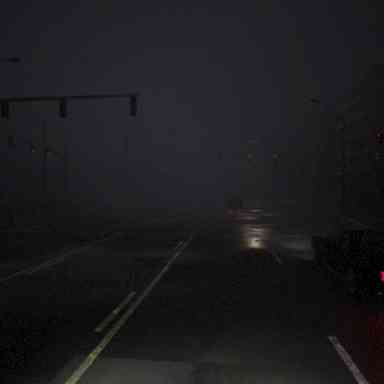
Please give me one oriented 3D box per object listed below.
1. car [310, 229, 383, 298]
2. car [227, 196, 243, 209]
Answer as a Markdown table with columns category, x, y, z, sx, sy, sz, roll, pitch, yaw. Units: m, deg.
| category | x | y | z | sx | sy | sz | roll | pitch | yaw |
| --- | --- | --- | --- | --- | --- | --- | --- | --- | --- |
| car | 4.412 | 1.577 | 8.334 | 1.895 | 1.301 | 4.718 | 0 | 0 | 6 |
| car | 5.326 | 1.207 | 41.484 | 2.128 | 1.511 | 4.902 | 0 | 1 | 7 |
